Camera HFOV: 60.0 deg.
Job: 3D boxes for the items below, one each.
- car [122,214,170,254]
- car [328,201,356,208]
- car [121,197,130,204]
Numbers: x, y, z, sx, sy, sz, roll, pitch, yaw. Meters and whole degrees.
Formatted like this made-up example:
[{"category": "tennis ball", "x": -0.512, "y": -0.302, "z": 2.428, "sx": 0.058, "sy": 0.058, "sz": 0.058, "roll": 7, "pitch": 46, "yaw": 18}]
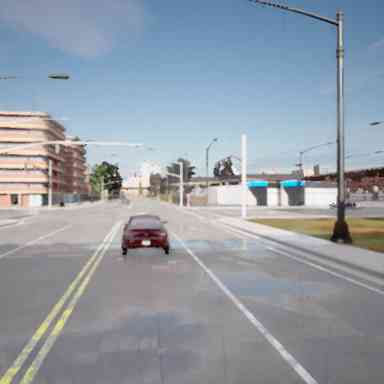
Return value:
[{"category": "car", "x": -1.995, "y": 1.668, "z": 14.207, "sx": 1.812, "sy": 1.442, "sz": 4.674, "roll": 0, "pitch": 0, "yaw": -9}, {"category": "car", "x": 25.494, "y": 2.150, "z": 56.496, "sx": 4.718, "sy": 1.301, "sz": 1.895, "roll": 0, "pitch": -1, "yaw": -26}, {"category": "car", "x": -18.048, "y": 2.258, "z": 90.551, "sx": 2.097, "sy": 1.767, "sz": 4.553, "roll": 0, "pitch": -1, "yaw": -9}]
